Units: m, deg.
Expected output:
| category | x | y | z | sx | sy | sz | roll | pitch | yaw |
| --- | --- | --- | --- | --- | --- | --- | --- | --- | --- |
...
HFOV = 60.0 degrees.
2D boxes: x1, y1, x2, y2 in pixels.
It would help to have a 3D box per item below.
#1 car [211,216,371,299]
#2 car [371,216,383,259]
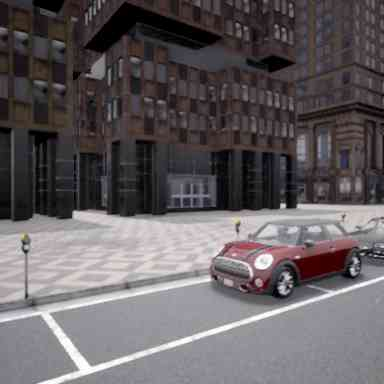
| category | x | y | z | sx | sy | sz | roll | pitch | yaw |
| --- | --- | --- | --- | --- | --- | --- | --- | --- | --- |
| car | 2.415 | 1.432 | 8.368 | 4.097 | 1.590 | 1.967 | 0 | 0 | -35 |
| car | 7.039 | 1.537 | 11.663 | 4.403 | 1.369 | 2.008 | 0 | 0 | -35 |
